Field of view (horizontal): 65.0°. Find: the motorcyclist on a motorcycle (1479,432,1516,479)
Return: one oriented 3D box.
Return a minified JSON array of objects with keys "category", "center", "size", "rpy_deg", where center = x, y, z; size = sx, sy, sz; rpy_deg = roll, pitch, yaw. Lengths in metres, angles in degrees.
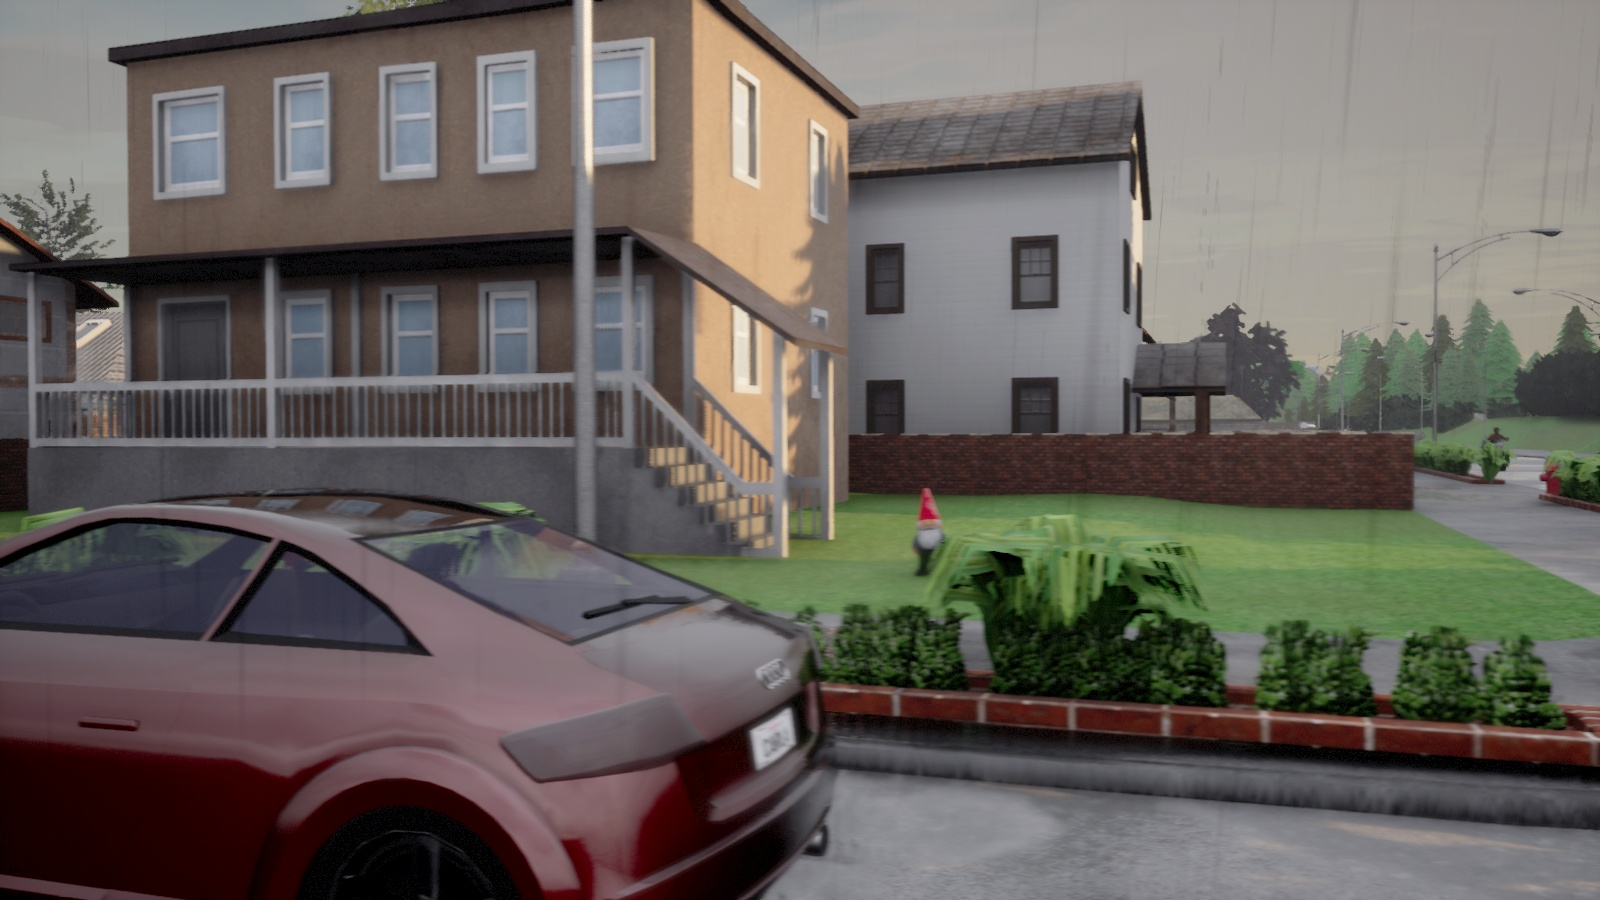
[{"category":"motorcyclist on a motorcycle","center":[25.254,0.174,45.488],"size":[0.766,1.649,2.350],"rpy_deg":[1,1,19]}]

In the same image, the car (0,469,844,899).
[{"category":"car","center":[-2.136,0.814,4.445],"size":[4.181,1.385,1.994],"rpy_deg":[1,1,18]}]
